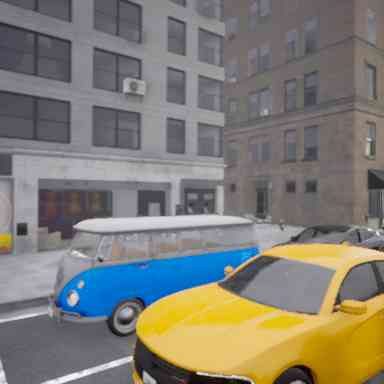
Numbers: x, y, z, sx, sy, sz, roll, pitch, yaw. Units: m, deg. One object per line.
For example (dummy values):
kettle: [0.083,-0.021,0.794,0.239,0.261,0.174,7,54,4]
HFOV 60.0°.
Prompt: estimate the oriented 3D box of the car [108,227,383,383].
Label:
car: [1.641,1.506,4.543,5.008,1.535,1.882,1,0,-35]

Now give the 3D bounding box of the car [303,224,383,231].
car: [4.059,1.631,9.647,4.313,1.339,1.947,1,0,-35]

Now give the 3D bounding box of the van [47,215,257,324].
van: [-0.490,1.365,6.409,3.998,1.788,1.690,1,0,-35]
